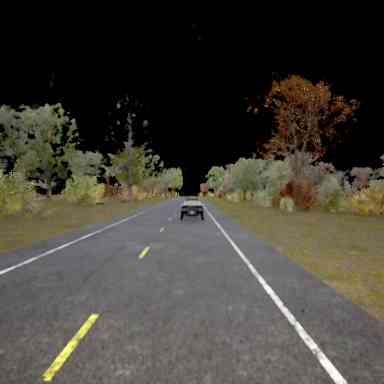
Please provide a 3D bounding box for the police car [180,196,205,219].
[{"bbox_3d":[0.037,1.372,28.337,1.930,1.638,5.238,0,0,1],"label":"police car"}]

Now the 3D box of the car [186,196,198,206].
[{"bbox_3d":[-0.009,1.410,54.684,1.882,1.535,5.008,0,0,0],"label":"car"}]
